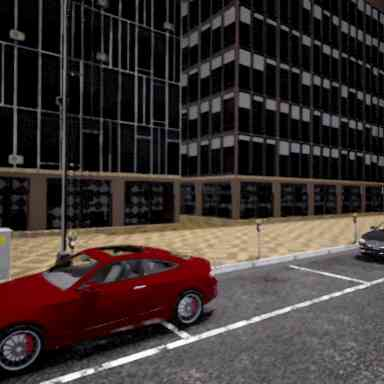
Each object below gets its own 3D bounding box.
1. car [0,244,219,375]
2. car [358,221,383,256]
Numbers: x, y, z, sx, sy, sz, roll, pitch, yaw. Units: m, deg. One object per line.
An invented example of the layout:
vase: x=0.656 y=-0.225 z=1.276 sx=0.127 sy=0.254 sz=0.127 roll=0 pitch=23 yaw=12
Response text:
car: x=-1.442 y=1.591 z=5.532 sx=4.206 sy=1.307 sz=1.802 roll=0 pitch=0 yaw=-36
car: x=7.814 y=1.612 z=12.162 sx=4.403 sy=1.369 sz=2.008 roll=0 pitch=0 yaw=-36
